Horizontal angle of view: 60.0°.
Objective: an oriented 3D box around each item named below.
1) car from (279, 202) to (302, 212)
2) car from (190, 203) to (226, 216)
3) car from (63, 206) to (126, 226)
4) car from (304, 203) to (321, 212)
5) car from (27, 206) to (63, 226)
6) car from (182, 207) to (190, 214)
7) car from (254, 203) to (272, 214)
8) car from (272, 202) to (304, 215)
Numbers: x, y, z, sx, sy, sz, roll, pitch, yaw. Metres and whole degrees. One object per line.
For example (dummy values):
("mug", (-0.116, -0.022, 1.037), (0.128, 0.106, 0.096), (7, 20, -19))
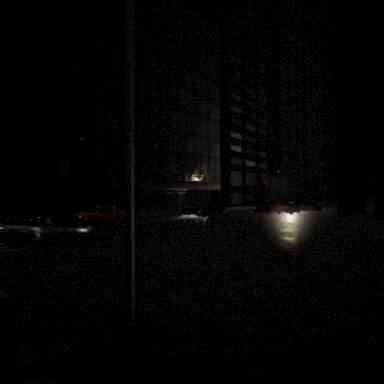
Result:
("car", (16.269, 2.365, 54.613), (2.128, 1.511, 4.902), (-1, -1, 36))
("car", (2.352, 2.145, 41.048), (2.128, 1.511, 4.902), (-1, -1, 36))
("car", (-7.582, 1.905, 27.311), (1.882, 1.535, 5.008), (-1, -1, 36))
("car", (18.904, 2.385, 52.710), (2.033, 1.411, 5.357), (-1, -1, 36))
("car", (-11.190, 1.943, 27.872), (1.837, 1.490, 4.892), (-1, 0, 36))
("car", (0.902, 2.265, 44.586), (2.033, 1.411, 5.357), (-1, -1, 36))
("car", (10.466, 2.287, 46.499), (2.033, 1.411, 5.357), (-1, -1, 36))
("car", (12.877, 2.203, 44.287), (1.837, 1.490, 4.892), (-1, -1, 36))
